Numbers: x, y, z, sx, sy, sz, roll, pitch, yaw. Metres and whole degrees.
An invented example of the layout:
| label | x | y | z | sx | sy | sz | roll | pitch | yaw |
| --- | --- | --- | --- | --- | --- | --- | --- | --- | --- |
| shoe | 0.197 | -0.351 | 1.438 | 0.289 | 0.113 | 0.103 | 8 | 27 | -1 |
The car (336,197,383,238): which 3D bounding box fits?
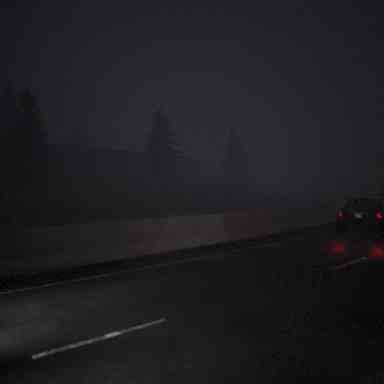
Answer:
| label | x | y | z | sx | sy | sz | roll | pitch | yaw |
| --- | --- | --- | --- | --- | --- | --- | --- | --- | --- |
| car | 8.618 | 0.989 | 15.596 | 4.553 | 1.767 | 2.097 | -2 | 1 | -43 |
